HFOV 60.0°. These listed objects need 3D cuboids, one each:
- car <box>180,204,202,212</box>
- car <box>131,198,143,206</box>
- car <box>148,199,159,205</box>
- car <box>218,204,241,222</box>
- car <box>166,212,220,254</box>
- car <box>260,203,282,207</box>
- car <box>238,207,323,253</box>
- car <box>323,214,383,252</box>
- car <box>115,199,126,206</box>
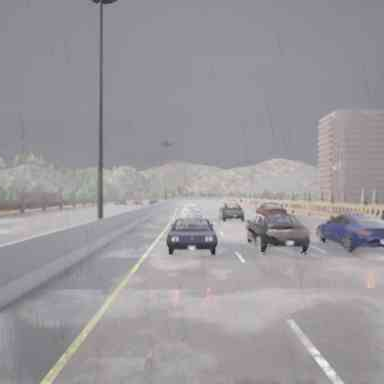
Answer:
[{"bbox_3d":[-0.058,1.805,29.487,1.812,1.442,4.674,0,0,-1],"label":"car"},{"bbox_3d":[-11.714,2.026,71.087,2.097,1.767,4.553,0,-1,-2],"label":"car"},{"bbox_3d":[-8.215,2.224,71.156,1.994,1.385,4.181,0,-1,-2],"label":"car"},{"bbox_3d":[3.443,1.771,29.422,2.128,1.511,4.902,0,0,-1],"label":"car"},{"bbox_3d":[0.004,1.735,14.111,1.895,1.301,4.718,0,-1,0],"label":"car"},{"bbox_3d":[6.940,1.759,29.674,1.882,1.535,5.008,0,0,-1],"label":"car"},{"bbox_3d":[3.506,1.629,14.303,2.128,1.511,4.902,0,0,0],"label":"car"},{"bbox_3d":[7.007,1.662,14.387,1.812,1.442,4.674,0,0,0],"label":"car"},{"bbox_3d":[-15.212,2.195,70.955,2.128,1.511,4.902,0,-1,-2],"label":"car"}]
